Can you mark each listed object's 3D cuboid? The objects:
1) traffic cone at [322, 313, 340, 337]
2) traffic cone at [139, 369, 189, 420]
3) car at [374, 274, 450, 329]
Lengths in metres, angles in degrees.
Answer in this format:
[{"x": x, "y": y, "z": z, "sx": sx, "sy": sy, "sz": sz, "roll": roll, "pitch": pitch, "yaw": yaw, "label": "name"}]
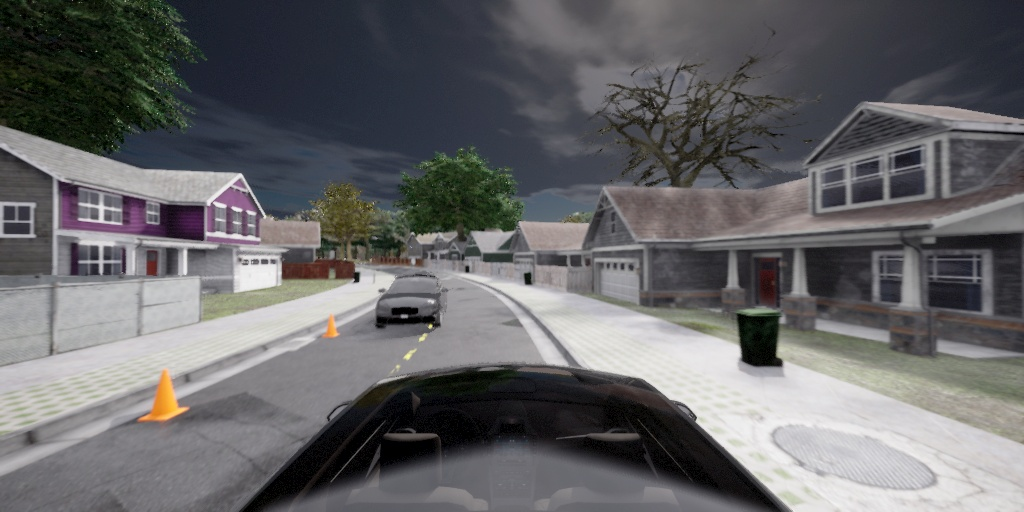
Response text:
[{"x": -4.783, "y": 1.811, "z": 9.495, "sx": 0.340, "sy": 0.580, "sz": 0.340, "roll": 0, "pitch": 0, "yaw": -5, "label": "traffic cone"}, {"x": -4.474, "y": 1.752, "z": 4.621, "sx": 0.340, "sy": 0.580, "sz": 0.340, "roll": 0, "pitch": 0, "yaw": -2, "label": "traffic cone"}, {"x": -3.162, "y": 1.384, "z": 11.950, "sx": 1.837, "sy": 1.490, "sz": 4.892, "roll": 0, "pitch": -1, "yaw": -7, "label": "car"}]
